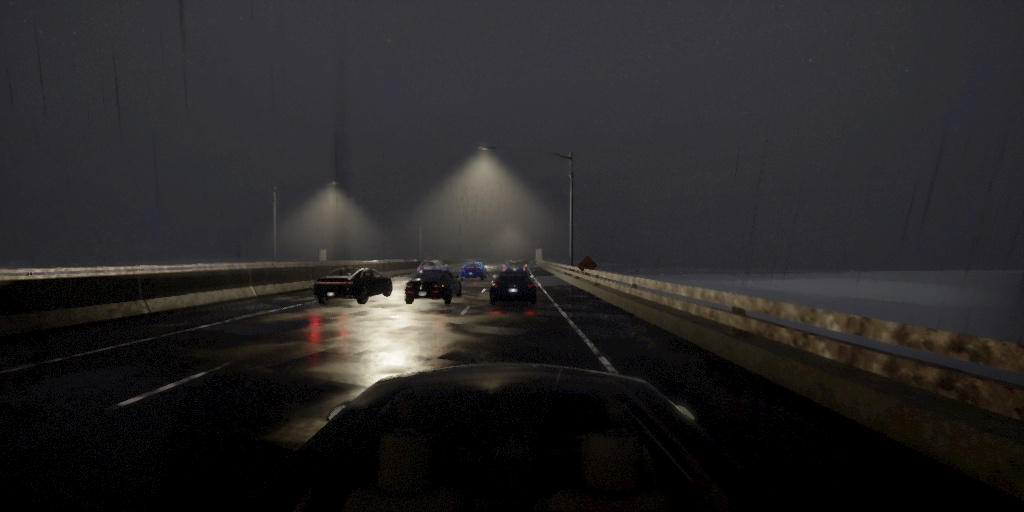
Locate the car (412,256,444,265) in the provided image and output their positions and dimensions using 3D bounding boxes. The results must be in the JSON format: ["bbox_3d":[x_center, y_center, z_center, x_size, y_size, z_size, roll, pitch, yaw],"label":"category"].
[{"bbox_3d":[-6.746,1.141,31.106,2.097,1.767,4.553,0,0,1],"label":"car"}]

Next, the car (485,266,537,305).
[{"bbox_3d":[0.062,1.329,16.120,1.994,1.385,4.181,0,0,0],"label":"car"}]

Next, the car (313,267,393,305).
[{"bbox_3d":[-6.937,1.253,16.181,2.128,1.511,4.902,0,0,0],"label":"car"}]

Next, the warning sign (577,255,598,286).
[{"bbox_3d":[4.674,0.876,22.123,1.300,1.860,1.060,0,0,1],"label":"warning sign"}]

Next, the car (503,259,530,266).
[{"bbox_3d":[0.253,1.139,30.986,2.097,1.767,4.553,0,0,1],"label":"car"}]

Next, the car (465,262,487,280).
[{"bbox_3d":[-3.246,1.259,31.075,1.882,1.535,5.008,0,0,1],"label":"car"}]

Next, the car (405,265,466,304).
[{"bbox_3d":[-3.438,1.290,16.150,1.812,1.442,4.674,0,0,0],"label":"car"}]
